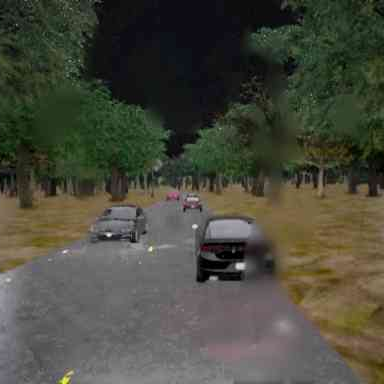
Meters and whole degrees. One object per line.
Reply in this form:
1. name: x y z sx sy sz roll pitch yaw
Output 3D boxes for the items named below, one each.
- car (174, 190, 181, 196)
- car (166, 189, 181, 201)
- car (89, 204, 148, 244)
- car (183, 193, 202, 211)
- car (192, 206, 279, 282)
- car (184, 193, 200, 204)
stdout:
1. car: -3.625 0.289 84.287 1.837 1.490 4.892 0 1 -3
2. car: -3.154 0.465 56.583 2.150 2.045 5.566 0 1 0
3. car: -3.118 1.344 14.910 1.837 1.490 4.892 0 1 0
4. car: 0.069 1.130 33.193 1.812 1.442 4.674 0 1 0
5. car: 1.038 1.379 9.461 1.882 1.535 5.008 0 1 0
6. car: -0.017 0.878 47.673 2.128 1.511 4.902 0 1 0
